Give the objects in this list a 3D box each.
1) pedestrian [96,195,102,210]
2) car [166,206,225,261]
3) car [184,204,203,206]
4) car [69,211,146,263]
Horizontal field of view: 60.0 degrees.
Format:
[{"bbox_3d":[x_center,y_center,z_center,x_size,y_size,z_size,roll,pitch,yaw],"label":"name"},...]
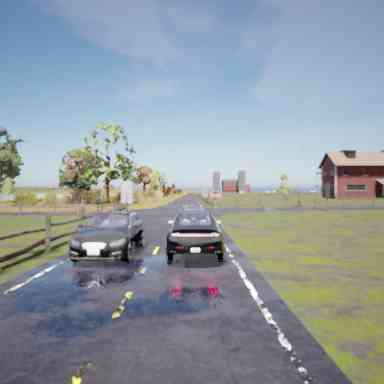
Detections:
[{"bbox_3d":[-12.161,1.354,43.306,0.375,1.860,0.375,0,1,0],"label":"pedestrian"},{"bbox_3d":[0.099,1.474,12.116,2.128,1.511,4.902,0,0,0],"label":"car"},{"bbox_3d":[0.133,1.565,24.433,1.895,1.301,4.718,0,0,1],"label":"car"},{"bbox_3d":[-2.842,1.473,12.033,2.128,1.511,4.902,0,0,0],"label":"car"}]
